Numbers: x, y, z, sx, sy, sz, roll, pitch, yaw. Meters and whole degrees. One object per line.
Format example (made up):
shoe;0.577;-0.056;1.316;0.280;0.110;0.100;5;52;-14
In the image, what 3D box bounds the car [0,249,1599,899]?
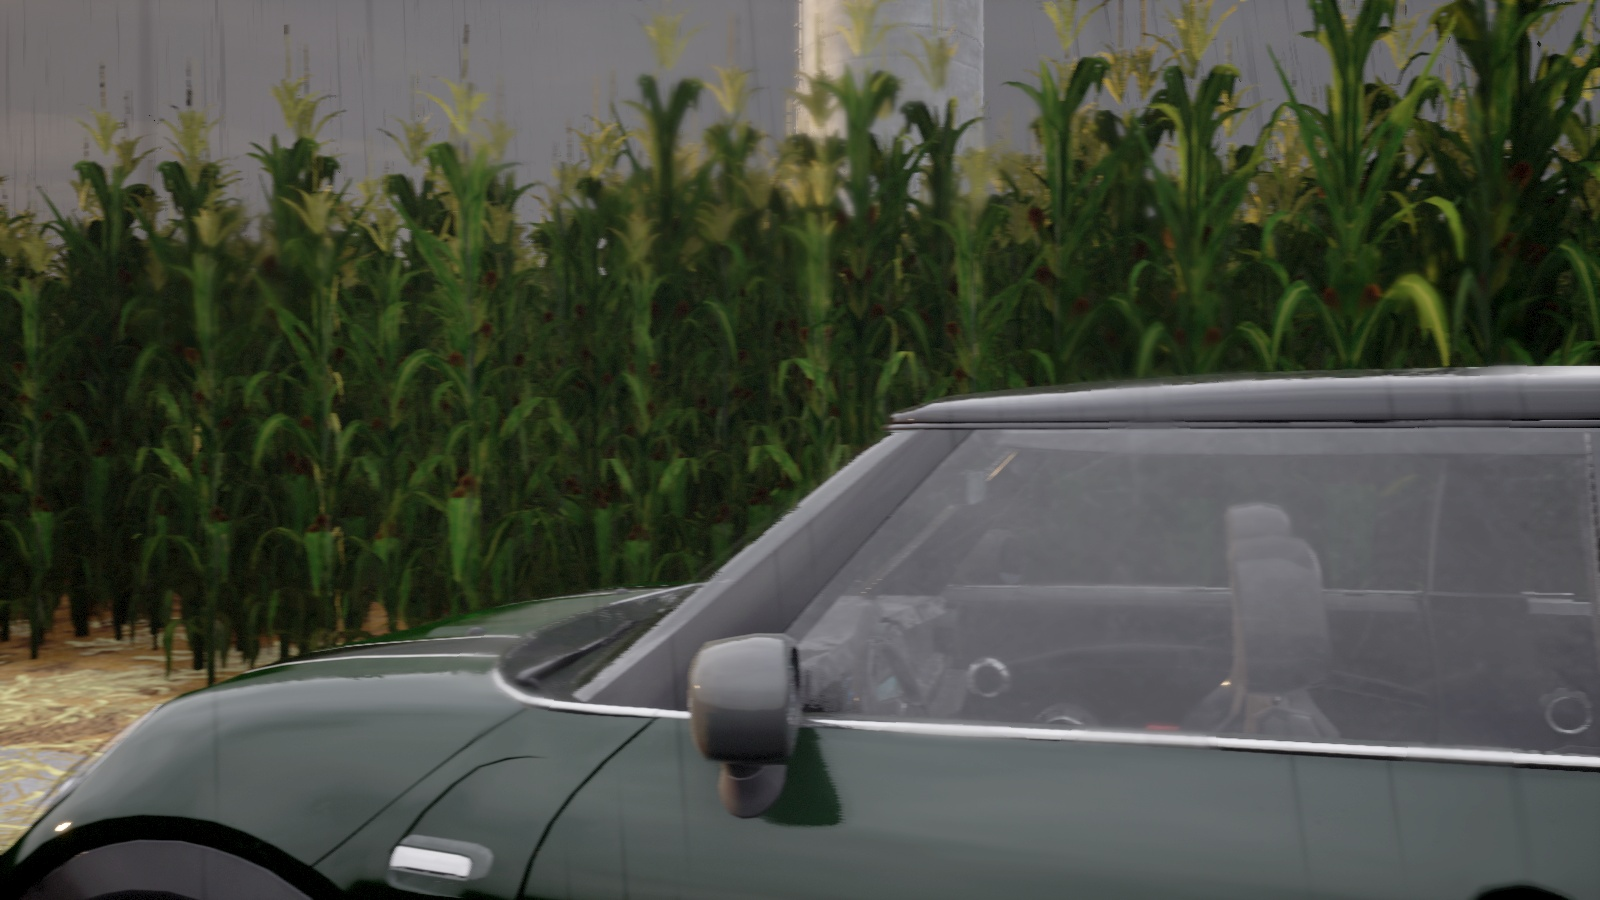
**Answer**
car;0.541;0.646;2.587;4.553;1.767;2.097;1;1;19
